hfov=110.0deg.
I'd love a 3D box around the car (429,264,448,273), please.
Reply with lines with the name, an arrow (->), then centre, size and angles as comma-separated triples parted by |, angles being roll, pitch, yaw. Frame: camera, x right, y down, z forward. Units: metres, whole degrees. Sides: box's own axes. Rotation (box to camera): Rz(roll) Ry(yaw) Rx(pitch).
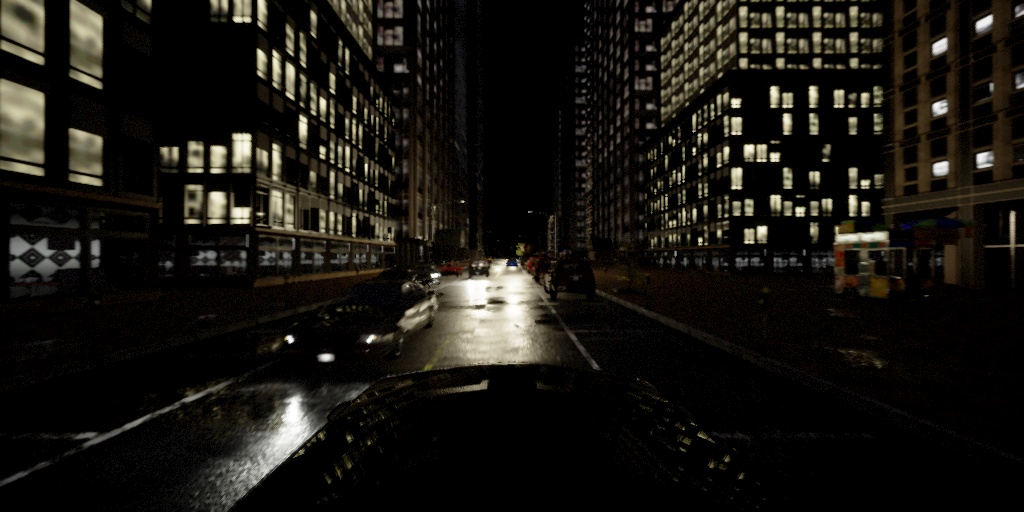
car -> -5.680, 1.306, 23.124 | 2.007, 1.370, 4.403 | 0, 0, 0

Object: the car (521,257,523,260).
car -> 2.713, 1.264, 56.528 | 1.751, 1.417, 4.829 | 0, 0, 0

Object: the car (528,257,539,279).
car -> 2.702, 1.059, 28.662 | 2.192, 1.841, 5.009 | 0, 0, 0

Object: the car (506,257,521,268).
car -> 0.023, 1.219, 58.708 | 1.882, 1.535, 5.008 | 0, 0, 0

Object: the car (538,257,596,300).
car -> 2.698, 1.060, 17.582 | 2.192, 1.841, 5.009 | 0, 0, 0

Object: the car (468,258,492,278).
car -> -2.988, 1.265, 34.018 | 2.128, 1.511, 4.902 | 0, 0, 0

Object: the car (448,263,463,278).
car -> -5.676, 1.335, 34.203 | 1.802, 1.307, 4.207 | 0, 0, 0

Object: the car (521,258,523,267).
car -> 2.711, 1.290, 50.819 | 2.007, 1.370, 4.403 | 0, 0, 0

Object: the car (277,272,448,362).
car -> -3.088, 1.300, 8.606 | 2.033, 1.411, 5.357 | 0, 0, 0

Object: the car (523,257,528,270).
car -> 2.707, 1.057, 39.740 | 2.192, 1.841, 5.009 | 0, 0, 0

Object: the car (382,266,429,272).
car -> -5.683, 1.322, 17.585 | 1.948, 1.339, 4.313 | 0, 0, 0

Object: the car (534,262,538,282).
car -> 2.700, 1.290, 23.121 | 1.888, 1.381, 4.507 | 0, 0, 0
